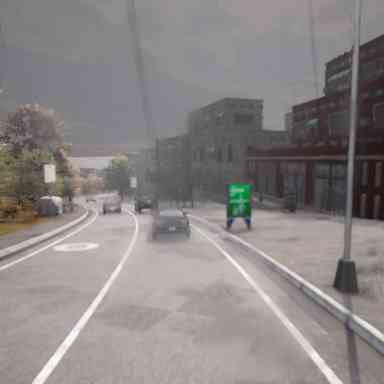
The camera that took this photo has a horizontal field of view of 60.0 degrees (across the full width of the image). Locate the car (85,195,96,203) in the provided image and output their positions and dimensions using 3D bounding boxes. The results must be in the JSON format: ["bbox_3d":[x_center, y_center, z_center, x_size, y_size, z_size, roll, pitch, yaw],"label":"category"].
[{"bbox_3d":[-22.752,1.520,74.471,2.097,1.767,4.553,-2,0,-22],"label":"car"}]

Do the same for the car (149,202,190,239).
[{"bbox_3d":[-1.181,1.496,17.321,1.812,1.442,4.674,-1,0,-7],"label":"car"}]

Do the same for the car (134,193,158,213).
[{"bbox_3d":[-5.143,1.199,37.198,2.150,2.045,5.566,-2,0,-15],"label":"car"}]

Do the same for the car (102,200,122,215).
[{"bbox_3d":[-8.614,1.572,35.828,2.128,1.511,4.902,-2,0,-15],"label":"car"}]
